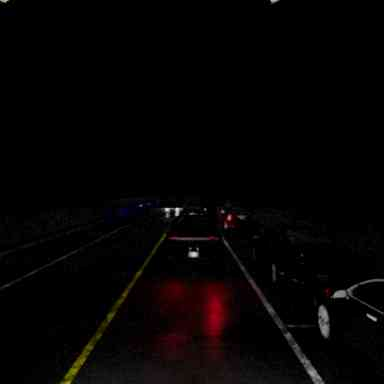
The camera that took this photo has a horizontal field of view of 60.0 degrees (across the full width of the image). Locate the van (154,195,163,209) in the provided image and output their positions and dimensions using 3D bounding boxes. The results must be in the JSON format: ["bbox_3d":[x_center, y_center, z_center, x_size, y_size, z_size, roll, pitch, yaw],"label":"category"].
[{"bbox_3d":[-5.659,1.489,48.599,1.690,1.788,3.998,0,0,0],"label":"van"}]

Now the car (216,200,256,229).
[{"bbox_3d":[2.805,1.499,20.494,1.967,1.590,4.097,0,0,0],"label":"car"}]

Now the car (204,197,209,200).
[{"bbox_3d":[2.853,1.695,42.968,1.947,1.339,4.313,0,0,0],"label":"car"}]

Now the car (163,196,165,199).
[{"bbox_3d":[-5.647,1.712,54.216,1.887,1.381,4.507,0,0,0],"label":"car"}]

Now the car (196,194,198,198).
[{"bbox_3d":[2.962,1.863,93.537,2.008,1.369,4.403,0,0,0],"label":"car"}]

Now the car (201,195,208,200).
[{"bbox_3d":[2.878,1.693,54.376,1.752,1.417,4.829,0,0,0],"label":"car"}]

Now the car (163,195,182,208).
[{"bbox_3d":[-2.973,1.683,51.314,1.812,1.442,4.674,0,0,0],"label":"car"}]

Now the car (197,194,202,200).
[{"bbox_3d":[2.926,1.561,76.682,2.192,1.841,5.009,0,0,0],"label":"car"}]

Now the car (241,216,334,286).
[{"bbox_3d":[2.781,1.577,9.256,2.008,1.369,4.403,0,0,0],"label":"car"}]

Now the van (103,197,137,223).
[{"bbox_3d":[-5.708,1.418,26.126,1.690,1.788,3.998,0,0,0],"label":"van"}]

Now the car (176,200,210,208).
[{"bbox_3d":[0.094,1.623,25.861,2.033,1.411,5.357,0,0,1],"label":"car"}]

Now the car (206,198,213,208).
[{"bbox_3d":[2.841,1.677,37.350,1.947,1.339,4.313,0,0,0],"label":"car"}]

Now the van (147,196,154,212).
[{"bbox_3d":[-5.684,1.453,37.362,1.690,1.788,3.998,0,0,0],"label":"van"}]

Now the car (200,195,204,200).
[{"bbox_3d":[2.890,1.752,59.825,1.947,1.339,4.313,0,0,0],"label":"car"}]

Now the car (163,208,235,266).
[{"bbox_3d":[0.072,1.525,11.637,2.128,1.511,4.902,0,0,1],"label":"car"}]

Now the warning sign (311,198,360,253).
[{"bbox_3d":[5.089,1.149,11.902,1.300,1.860,1.060,0,0,0],"label":"warning sign"}]

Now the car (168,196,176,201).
[{"bbox_3d":[-5.563,1.857,93.545,1.887,1.381,4.507,0,0,0],"label":"car"}]

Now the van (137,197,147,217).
[{"bbox_3d":[-5.696,1.435,31.744,1.690,1.788,3.998,0,0,0],"label":"van"}]

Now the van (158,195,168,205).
[{"bbox_3d":[-5.623,1.547,65.454,1.690,1.788,3.998,0,0,0],"label":"van"}]

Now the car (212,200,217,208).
[{"bbox_3d":[2.817,1.602,26.283,1.752,1.417,4.829,0,0,0],"label":"car"}]

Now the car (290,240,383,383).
[{"bbox_3d":[2.769,1.561,3.638,2.008,1.369,4.403,0,0,0],"label":"car"}]
